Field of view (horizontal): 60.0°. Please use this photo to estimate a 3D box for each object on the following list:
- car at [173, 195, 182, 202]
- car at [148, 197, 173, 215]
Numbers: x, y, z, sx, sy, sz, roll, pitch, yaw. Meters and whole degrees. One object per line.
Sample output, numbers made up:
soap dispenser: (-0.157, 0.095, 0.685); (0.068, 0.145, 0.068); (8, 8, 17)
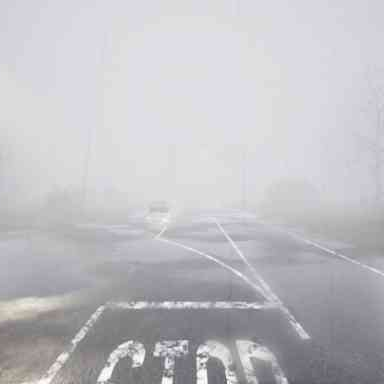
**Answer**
car: (-3.363, 1.509, 73.401); (2.128, 1.511, 4.902); (0, 0, 0)
car: (-3.388, 1.491, 34.767); (1.882, 1.535, 5.008); (0, 0, 0)
